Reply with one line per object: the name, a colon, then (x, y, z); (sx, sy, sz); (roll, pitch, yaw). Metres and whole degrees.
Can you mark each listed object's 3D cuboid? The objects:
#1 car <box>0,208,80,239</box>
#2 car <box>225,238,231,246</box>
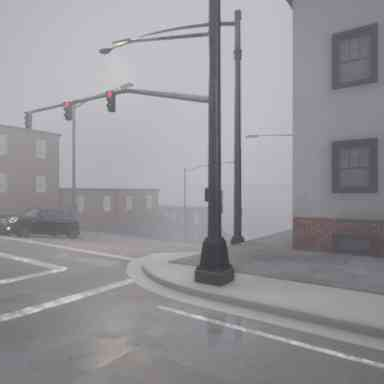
car: (-8.734, 1.672, 19.045); (2.097, 1.767, 4.553); (0, -7, 36)
car: (3.320, 5.644, 35.896); (1.882, 1.535, 5.008); (0, -17, 35)
